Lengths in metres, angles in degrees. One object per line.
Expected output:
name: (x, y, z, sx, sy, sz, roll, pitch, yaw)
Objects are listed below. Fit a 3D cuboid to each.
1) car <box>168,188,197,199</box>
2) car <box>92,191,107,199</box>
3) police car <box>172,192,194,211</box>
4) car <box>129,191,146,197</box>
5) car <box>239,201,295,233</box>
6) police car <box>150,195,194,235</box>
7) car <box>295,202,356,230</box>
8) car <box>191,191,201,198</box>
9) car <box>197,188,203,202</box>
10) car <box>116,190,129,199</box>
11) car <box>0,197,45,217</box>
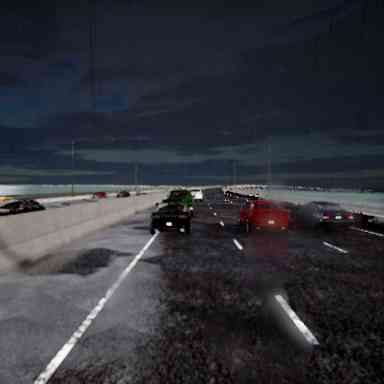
car: (-0.899, 0.806, 27.041, 2.150, 2.045, 5.566, 0, 1, 1)
car: (-16.834, 0.568, 60.822, 1.812, 1.442, 4.674, 0, 1, 2)
police car: (-0.829, 0.910, 33.113, 1.930, 1.638, 5.238, 0, 1, 1)
car: (-9.808, 0.588, 61.877, 1.994, 1.385, 4.181, 0, 1, 2)
car: (3.675, 1.203, 17.784, 1.882, 1.535, 5.008, 0, 1, 0)
police car: (-0.985, 1.161, 17.140, 1.930, 1.638, 5.238, 0, 1, 0)
car: (7.179, 1.258, 18.751, 2.033, 1.411, 5.357, 0, 1, 0)
car: (0.886, 0.479, 68.671, 2.033, 1.411, 5.357, 0, 1, 2)
car: (0.509, 0.409, 51.709, 2.150, 2.045, 5.566, 0, 1, 1)
car: (-13.234, 0.465, 64.178, 1.882, 1.535, 5.008, 0, 1, 2)
car: (-10.508, 1.198, 19.875, 1.837, 1.490, 4.892, 0, 1, 0)
